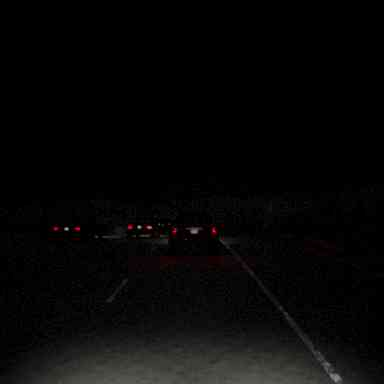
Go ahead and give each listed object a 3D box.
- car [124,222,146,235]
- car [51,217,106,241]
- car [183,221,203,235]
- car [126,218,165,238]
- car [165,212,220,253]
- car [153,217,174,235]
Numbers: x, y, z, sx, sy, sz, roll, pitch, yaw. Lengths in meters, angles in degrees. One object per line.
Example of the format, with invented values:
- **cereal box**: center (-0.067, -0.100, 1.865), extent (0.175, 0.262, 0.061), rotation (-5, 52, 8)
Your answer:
- **car**: center (-6.913, 4.540, 41.036), extent (1.837, 1.490, 4.892), rotation (0, -7, 0)
- **car**: center (-6.907, 2.290, 20.797), extent (2.033, 1.411, 5.357), rotation (0, -5, 0)
- **car**: center (0.088, 3.911, 35.600), extent (1.994, 1.385, 4.181), rotation (0, -7, 0)
- **car**: center (-3.408, 2.570, 24.055), extent (2.033, 1.411, 5.357), rotation (0, -5, 0)
- **car**: center (0.095, 1.731, 15.409), extent (2.097, 1.767, 4.553), rotation (0, -3, 0)
- **car**: center (-3.416, 4.324, 41.566), extent (2.150, 2.045, 5.566), rotation (0, -7, 0)
